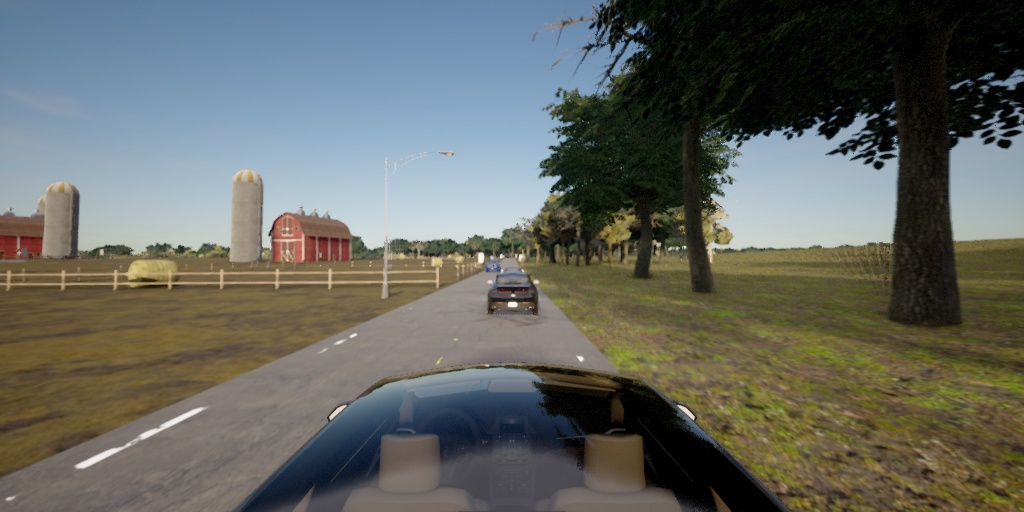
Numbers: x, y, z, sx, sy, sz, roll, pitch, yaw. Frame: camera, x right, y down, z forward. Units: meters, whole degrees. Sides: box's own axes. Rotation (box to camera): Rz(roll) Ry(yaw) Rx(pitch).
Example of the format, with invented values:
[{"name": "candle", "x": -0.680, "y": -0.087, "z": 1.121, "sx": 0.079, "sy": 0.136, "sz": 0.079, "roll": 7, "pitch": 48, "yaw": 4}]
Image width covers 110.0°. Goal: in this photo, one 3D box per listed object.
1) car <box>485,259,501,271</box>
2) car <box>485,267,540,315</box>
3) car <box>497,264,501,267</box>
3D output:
[{"name": "car", "x": -2.828, "y": 1.456, "z": 54.122, "sx": 2.150, "sy": 2.045, "sz": 5.566, "roll": 0, "pitch": -1, "yaw": 0}, {"name": "car", "x": 0.046, "y": 1.378, "z": 14.317, "sx": 1.837, "sy": 1.490, "sz": 4.892, "roll": 0, "pitch": 0, "yaw": 1}, {"name": "car", "x": 0.048, "y": 1.584, "z": 29.550, "sx": 1.994, "sy": 1.385, "sz": 4.181, "roll": 0, "pitch": 0, "yaw": 0}]
